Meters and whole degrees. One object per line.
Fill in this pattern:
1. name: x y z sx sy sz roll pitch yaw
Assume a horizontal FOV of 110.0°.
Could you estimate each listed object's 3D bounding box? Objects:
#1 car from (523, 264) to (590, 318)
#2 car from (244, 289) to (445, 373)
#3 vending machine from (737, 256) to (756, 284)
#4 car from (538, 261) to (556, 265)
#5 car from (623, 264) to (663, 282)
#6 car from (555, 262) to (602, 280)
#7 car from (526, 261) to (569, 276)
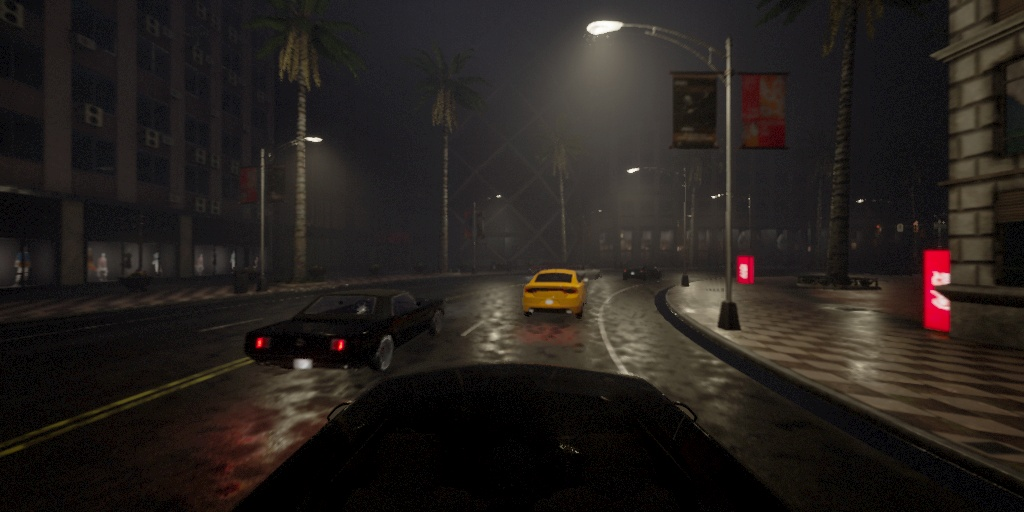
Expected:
1. car: 1.728 1.233 13.190 1.882 1.535 5.008 0 0 14
2. car: -2.918 1.349 7.631 1.895 1.301 4.718 0 0 6
3. vending machine: 16.266 0.973 25.009 1.100 2.100 0.880 0 0 45
4. car: 4.688 1.328 33.324 1.994 1.385 4.181 0 0 42
5. car: 10.791 1.335 29.499 1.994 1.385 4.181 0 0 43
6. car: 5.499 1.365 28.764 1.895 1.301 4.718 0 0 36
7. car: 3.757 1.289 37.456 4.674 1.442 1.812 0 0 -44
